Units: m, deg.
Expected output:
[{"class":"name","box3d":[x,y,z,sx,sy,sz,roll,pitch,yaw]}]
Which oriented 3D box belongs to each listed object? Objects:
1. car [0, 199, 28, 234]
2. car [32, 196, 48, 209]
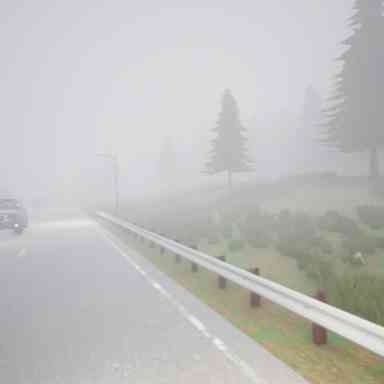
[{"class":"car","box3d":[-11.620,1.481,20.721,2.150,2.045,5.566,-2,0,-21]},{"class":"car","box3d":[-26.388,1.732,57.831,2.150,2.045,5.566,-2,0,-21]}]
